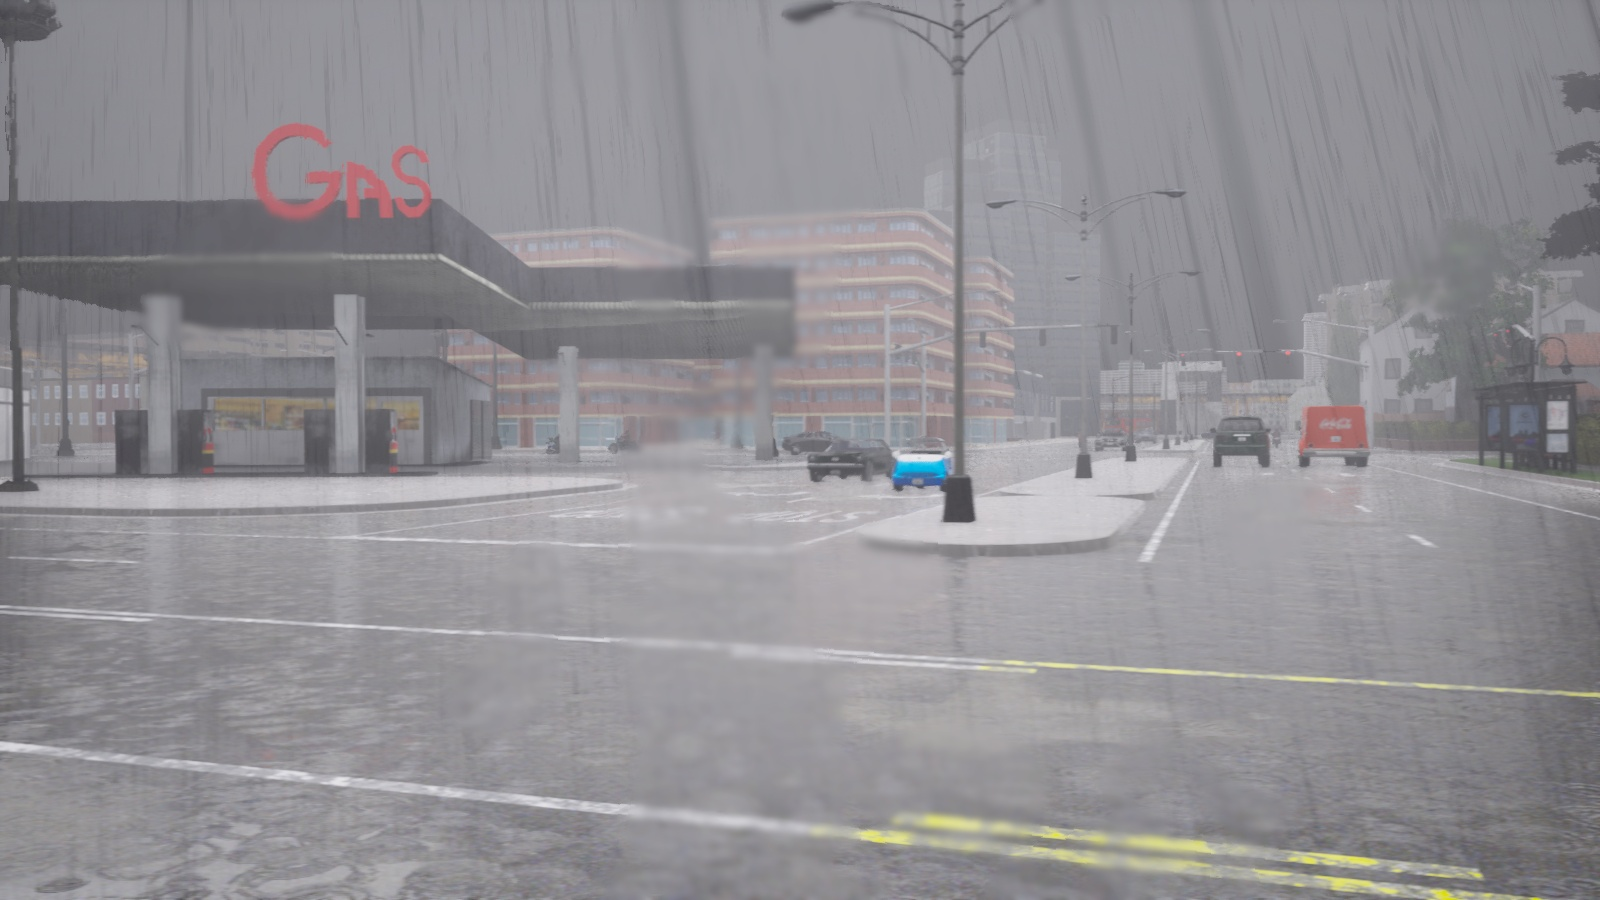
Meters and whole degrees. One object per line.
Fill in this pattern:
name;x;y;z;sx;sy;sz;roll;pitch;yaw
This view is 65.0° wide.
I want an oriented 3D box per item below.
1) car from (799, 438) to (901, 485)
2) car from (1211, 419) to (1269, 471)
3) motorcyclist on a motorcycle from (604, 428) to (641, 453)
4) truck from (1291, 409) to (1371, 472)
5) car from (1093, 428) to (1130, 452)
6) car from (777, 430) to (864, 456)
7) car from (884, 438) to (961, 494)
car;1.630;0.314;38.675;1.895;1.301;4.718;1;1;18
car;18.429;-0.233;52.747;2.150;2.045;5.566;1;1;18
motorcyclist on a motorcycle;-11.866;-0.613;84.014;2.350;1.649;0.766;0;1;17
truck;21.820;-0.410;51.852;2.627;2.467;5.204;1;1;18
car;22.293;-0.748;89.750;2.152;1.651;5.027;1;1;18
car;1.256;-0.433;76.190;4.902;1.511;2.128;0;1;17
car;3.167;0.378;32.201;1.481;1.376;2.207;1;1;18
